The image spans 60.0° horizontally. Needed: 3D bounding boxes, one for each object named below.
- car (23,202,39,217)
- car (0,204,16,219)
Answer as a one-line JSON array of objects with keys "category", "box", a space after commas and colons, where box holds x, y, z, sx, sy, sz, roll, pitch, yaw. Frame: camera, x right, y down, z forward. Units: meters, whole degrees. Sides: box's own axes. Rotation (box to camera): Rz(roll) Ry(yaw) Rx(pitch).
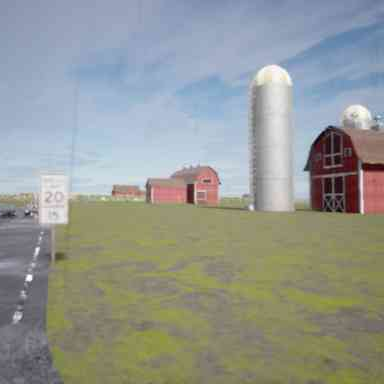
[{"category": "car", "box": [-18.062, 2.155, 38.062, 1.895, 1.301, 4.718, 0, -1, -22]}, {"category": "car", "box": [-20.100, 1.993, 35.538, 1.882, 1.535, 5.008, 0, -1, -22]}]
